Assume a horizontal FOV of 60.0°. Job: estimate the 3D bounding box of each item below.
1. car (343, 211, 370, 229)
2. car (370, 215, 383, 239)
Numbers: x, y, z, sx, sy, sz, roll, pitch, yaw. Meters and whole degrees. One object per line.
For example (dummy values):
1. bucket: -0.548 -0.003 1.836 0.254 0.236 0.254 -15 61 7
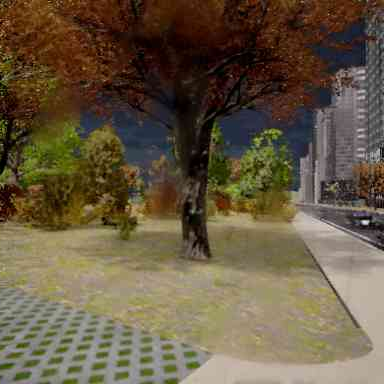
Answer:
1. car: 14.913 2.439 29.799 2.128 1.511 4.902 0 -2 14
2. car: 12.313 2.247 19.575 1.994 1.385 4.181 0 -1 14
